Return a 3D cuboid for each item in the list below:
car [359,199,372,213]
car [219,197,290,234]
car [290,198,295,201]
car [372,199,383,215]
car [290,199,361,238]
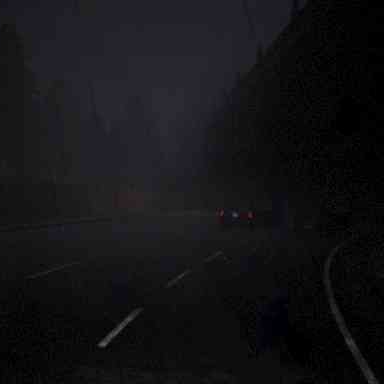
[{"bbox_3d":[15.068,1.336,31.600,4.718,1.301,1.895,0,1,-22],"label":"car"},{"bbox_3d":[3.370,1.169,18.088,2.097,1.767,4.553,1,1,36],"label":"car"},{"bbox_3d":[7.976,1.185,31.703,4.902,1.511,2.128,0,1,-31],"label":"car"},{"bbox_3d":[18.452,1.136,28.863,4.553,1.767,2.097,0,1,-21],"label":"car"},{"bbox_3d":[6.909,1.326,17.081,1.882,1.535,5.008,0,0,39],"label":"car"}]
